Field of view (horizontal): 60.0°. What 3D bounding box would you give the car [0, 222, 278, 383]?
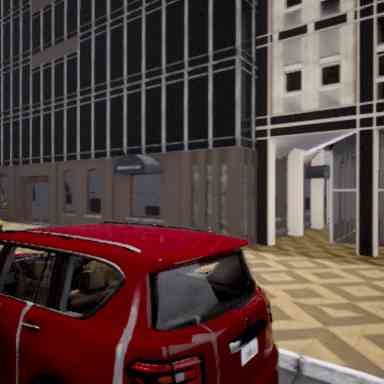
[{"bbox_3d":[-1.502,1.290,3.953,5.009,1.841,2.192,1,0,36],"label":"car"}]
